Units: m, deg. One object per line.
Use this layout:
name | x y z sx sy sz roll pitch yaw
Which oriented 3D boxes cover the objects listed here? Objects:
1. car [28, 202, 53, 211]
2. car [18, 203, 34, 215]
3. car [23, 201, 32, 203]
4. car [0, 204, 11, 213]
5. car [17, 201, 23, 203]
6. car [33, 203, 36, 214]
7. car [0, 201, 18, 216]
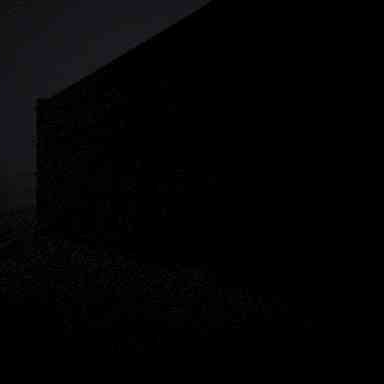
car | -31.923 3.071 70.278 4.553 1.767 2.185 0 -1 19
car | -25.734 2.677 47.732 4.792 1.488 2.163 0 -2 19
car | -23.989 2.739 53.029 4.553 1.767 2.185 0 -2 19
car | -35.322 2.896 59.648 5.366 1.575 1.946 0 -2 19
car | -34.603 2.985 62.348 5.008 1.535 2.097 0 -2 19
car | -24.889 2.790 50.387 4.792 1.488 2.163 0 -2 19
car | -26.628 2.402 45.101 4.553 1.767 2.185 0 -2 19
